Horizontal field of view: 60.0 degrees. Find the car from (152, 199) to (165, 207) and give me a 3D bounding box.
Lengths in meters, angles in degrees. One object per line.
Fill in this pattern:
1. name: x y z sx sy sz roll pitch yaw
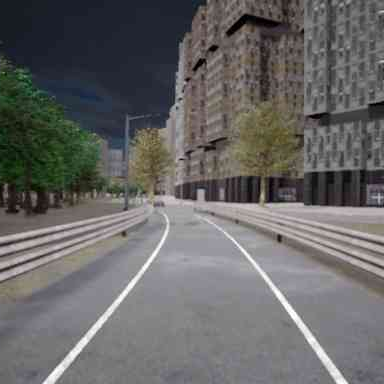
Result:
1. car: -6.338 2.018 60.793 2.033 1.411 5.357 1 -1 -18
